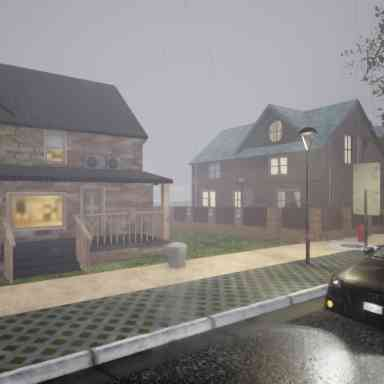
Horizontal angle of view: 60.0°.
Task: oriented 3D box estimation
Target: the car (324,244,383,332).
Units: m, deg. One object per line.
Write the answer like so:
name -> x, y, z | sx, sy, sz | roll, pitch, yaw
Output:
car -> 4.342, 1.562, 6.157 | 4.181, 1.385, 1.994 | 0, 0, -35
